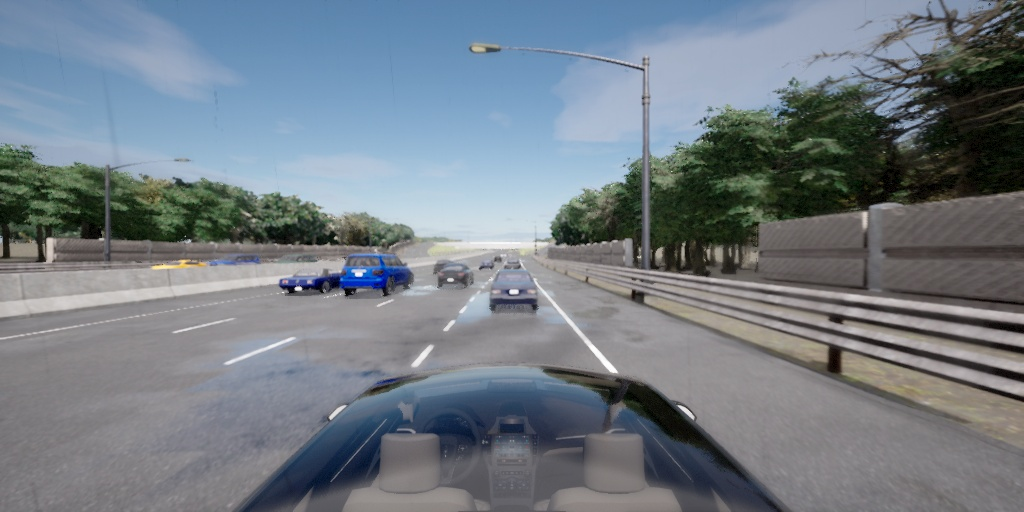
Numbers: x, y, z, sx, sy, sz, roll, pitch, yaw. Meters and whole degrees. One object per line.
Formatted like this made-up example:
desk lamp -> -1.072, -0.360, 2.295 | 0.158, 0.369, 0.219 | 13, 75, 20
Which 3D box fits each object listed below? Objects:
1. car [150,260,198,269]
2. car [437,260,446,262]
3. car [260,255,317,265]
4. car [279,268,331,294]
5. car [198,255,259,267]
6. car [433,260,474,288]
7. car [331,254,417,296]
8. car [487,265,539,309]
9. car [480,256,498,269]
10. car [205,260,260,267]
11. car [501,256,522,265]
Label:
car -> -31.608, 1.148, 34.265 | 1.882, 1.535, 5.008 | 0, 0, 0
car -> -6.909, 1.135, 37.374 | 1.837, 1.490, 4.892 | 0, 0, 0
car -> -21.111, 0.879, 34.716 | 2.150, 2.045, 5.566 | 0, 0, 0
car -> -10.434, 1.300, 19.729 | 1.895, 1.301, 4.718 | 0, 0, 0
car -> -28.105, 0.877, 36.376 | 2.150, 2.045, 5.566 | 0, 0, 0
car -> -3.534, 1.206, 22.930 | 1.812, 1.442, 4.674 | 0, 0, 0
car -> -6.934, 0.920, 18.906 | 2.150, 2.045, 5.566 | 0, 0, 0
car -> 0.068, 1.253, 14.708 | 2.033, 1.411, 5.357 | 0, 0, 0
car -> -3.453, 1.127, 50.225 | 2.033, 1.411, 5.357 | 0, 0, 0
car -> -24.618, 1.270, 32.474 | 1.895, 1.301, 4.718 | 0, 0, 0
car -> 0.105, 1.100, 41.195 | 2.128, 1.511, 4.902 | 0, 0, 0
